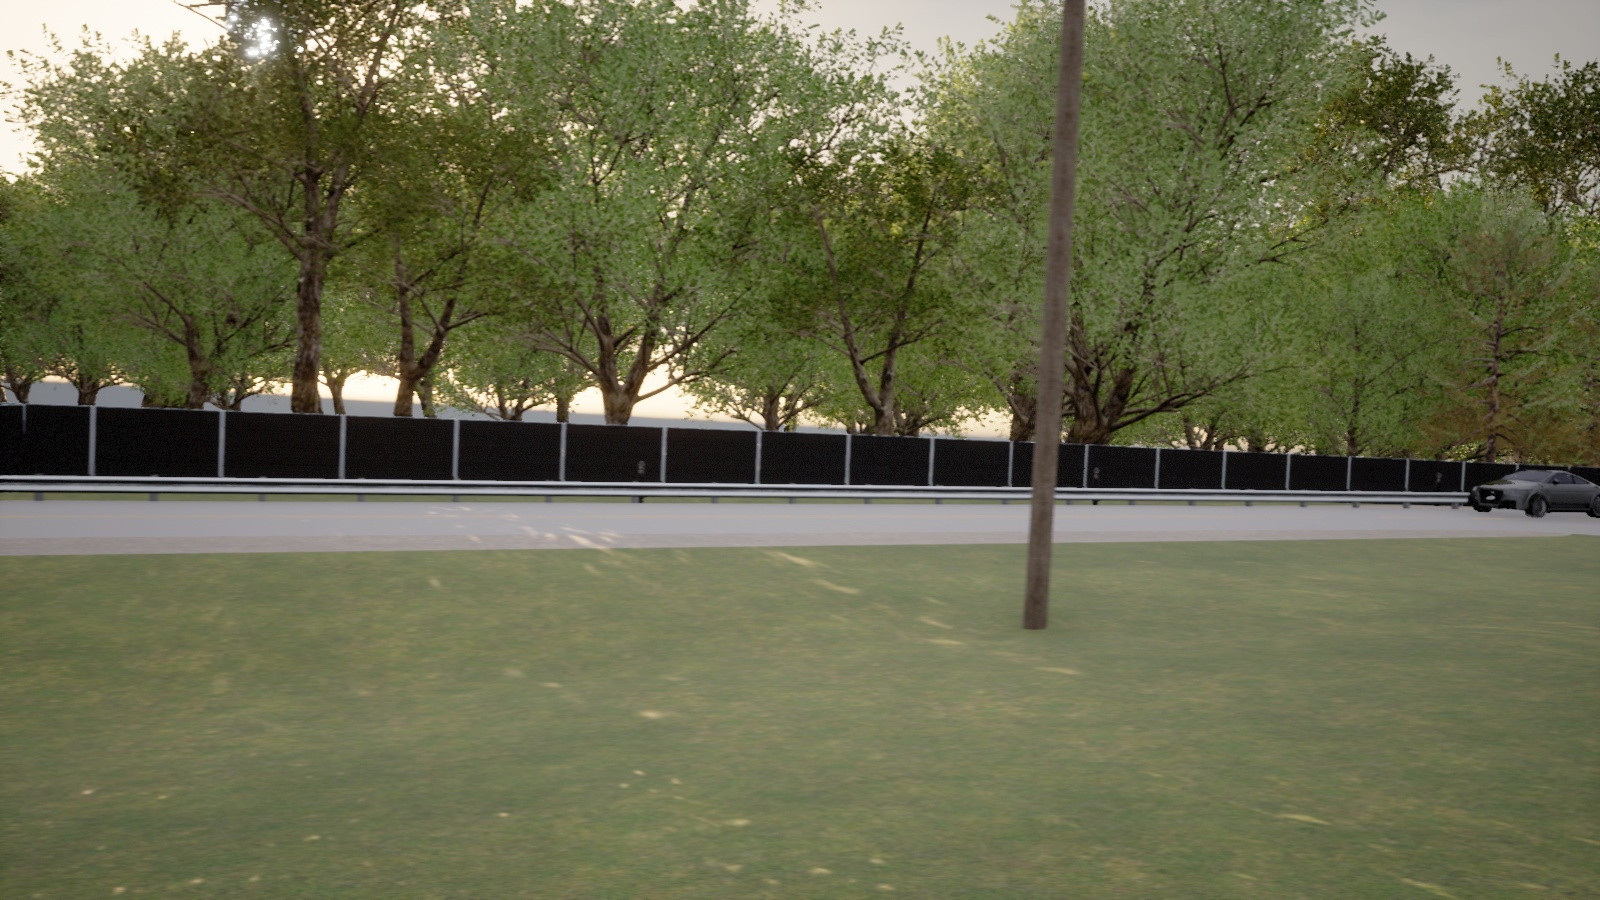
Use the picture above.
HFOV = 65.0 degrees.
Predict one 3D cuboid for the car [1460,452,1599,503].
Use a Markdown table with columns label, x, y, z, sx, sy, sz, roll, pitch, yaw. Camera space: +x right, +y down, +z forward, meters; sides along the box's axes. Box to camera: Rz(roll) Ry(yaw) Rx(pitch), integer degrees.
| label | x | y | z | sx | sy | sz | roll | pitch | yaw |
| --- | --- | --- | --- | --- | --- | --- | --- | --- | --- |
| car | 22.327 | 0.811 | 37.873 | 4.181 | 1.385 | 1.994 | 0 | 2 | -22 |
